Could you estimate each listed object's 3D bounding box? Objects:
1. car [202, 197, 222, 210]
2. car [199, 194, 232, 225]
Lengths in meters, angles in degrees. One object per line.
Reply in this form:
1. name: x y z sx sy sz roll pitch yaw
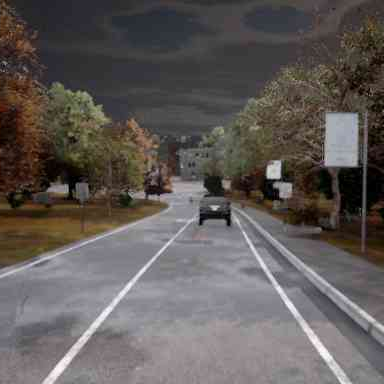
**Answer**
1. car: 2.481 1.387 42.414 2.128 1.511 4.902 0 0 0
2. car: 1.674 1.177 23.972 2.150 2.045 5.566 1 0 5
